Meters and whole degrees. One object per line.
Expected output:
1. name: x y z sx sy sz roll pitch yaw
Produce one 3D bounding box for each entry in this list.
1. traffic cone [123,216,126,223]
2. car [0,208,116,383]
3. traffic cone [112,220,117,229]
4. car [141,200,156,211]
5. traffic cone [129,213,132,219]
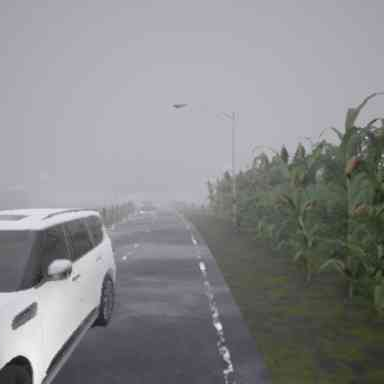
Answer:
1. traffic cone: -5.753 2.338 28.218 0.340 0.580 0.340 0 -1 -4
2. car: -2.501 1.282 4.289 2.150 2.045 5.566 0 -1 -1
3. traffic cone: -5.437 2.271 23.258 0.340 0.580 0.340 0 -1 -3
4. car: -7.013 2.068 52.886 2.097 1.767 4.553 0 -1 -9
5. traffic cone: -6.127 2.405 33.176 0.340 0.580 0.340 0 -1 -5
